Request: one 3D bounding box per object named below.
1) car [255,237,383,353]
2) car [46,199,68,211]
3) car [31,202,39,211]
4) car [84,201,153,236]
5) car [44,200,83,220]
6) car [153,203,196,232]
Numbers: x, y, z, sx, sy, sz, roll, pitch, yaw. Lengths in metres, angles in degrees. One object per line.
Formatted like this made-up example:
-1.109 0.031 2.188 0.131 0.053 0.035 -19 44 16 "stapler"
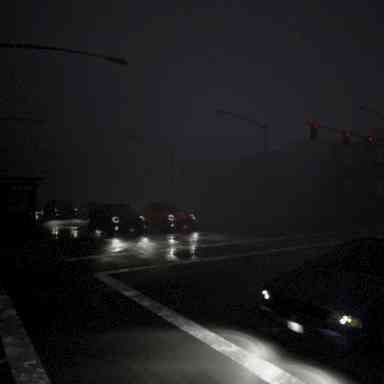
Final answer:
3.704 1.643 6.464 5.357 1.411 2.033 1 -1 -35 "car"
-19.042 1.807 46.733 1.812 1.442 4.674 1 -1 -35 "car"
-21.907 1.704 44.724 2.128 1.511 4.902 1 -1 -35 "car"
-4.490 1.490 19.719 2.097 1.767 4.553 1 -1 -35 "car"
-11.985 1.516 30.417 2.097 1.767 4.553 1 -1 -35 "car"
-1.668 1.537 21.792 2.097 1.767 4.553 1 -1 -35 "car"
